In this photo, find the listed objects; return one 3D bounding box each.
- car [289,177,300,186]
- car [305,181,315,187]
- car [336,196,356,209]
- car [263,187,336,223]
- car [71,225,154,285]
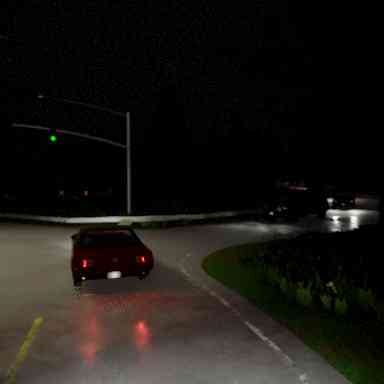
[{"bbox_3d":[18.351,-1.869,59.778,2.128,1.511,4.902,0,5,15],"label":"car"},{"bbox_3d":[18.616,-0.897,49.168,2.033,1.411,5.357,0,5,-6],"label":"car"},{"bbox_3d":[14.152,0.634,30.983,1.812,1.442,4.674,0,4,26],"label":"car"},{"bbox_3d":[7.489,0.948,23.680,5.566,2.045,2.150,-3,2,-36],"label":"car"},{"bbox_3d":[-2.548,1.630,9.771,1.895,1.301,4.718,0,0,-20],"label":"car"}]
